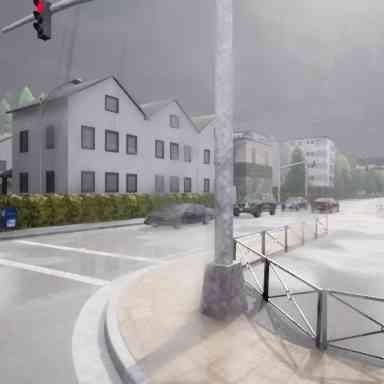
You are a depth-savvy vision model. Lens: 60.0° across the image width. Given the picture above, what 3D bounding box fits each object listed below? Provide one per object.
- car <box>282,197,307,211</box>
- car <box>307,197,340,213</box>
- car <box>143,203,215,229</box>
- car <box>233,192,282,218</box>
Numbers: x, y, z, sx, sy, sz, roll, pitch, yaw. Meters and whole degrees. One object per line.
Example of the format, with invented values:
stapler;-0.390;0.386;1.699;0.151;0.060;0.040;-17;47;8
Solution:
car;11.520;1.305;37.102;2.128;1.511;4.902;0;0;36
car;13.517;1.290;33.607;1.882;1.535;5.008;0;0;35
car;-0.510;1.361;20.205;2.033;1.411;5.357;0;0;35
car;5.454;1.035;28.619;2.150;2.045;5.566;0;0;35
